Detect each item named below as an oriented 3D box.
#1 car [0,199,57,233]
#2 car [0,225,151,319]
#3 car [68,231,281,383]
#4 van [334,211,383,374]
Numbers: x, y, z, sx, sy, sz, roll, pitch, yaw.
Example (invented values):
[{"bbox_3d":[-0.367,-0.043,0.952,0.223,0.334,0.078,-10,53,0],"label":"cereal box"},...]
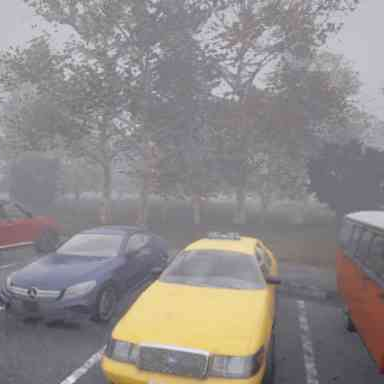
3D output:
[{"bbox_3d":[-6.786,1.240,10.846,2.435,2.045,5.566,0,-1,14],"label":"car"},{"bbox_3d":[-1.909,1.527,7.427,2.002,1.452,4.674,1,-1,15],"label":"car"},{"bbox_3d":[0.473,1.481,5.538,1.946,1.575,5.366,1,-1,15],"label":"car"},{"bbox_3d":[2.918,1.259,3.888,1.878,1.987,4.442,1,-1,15],"label":"van"}]
